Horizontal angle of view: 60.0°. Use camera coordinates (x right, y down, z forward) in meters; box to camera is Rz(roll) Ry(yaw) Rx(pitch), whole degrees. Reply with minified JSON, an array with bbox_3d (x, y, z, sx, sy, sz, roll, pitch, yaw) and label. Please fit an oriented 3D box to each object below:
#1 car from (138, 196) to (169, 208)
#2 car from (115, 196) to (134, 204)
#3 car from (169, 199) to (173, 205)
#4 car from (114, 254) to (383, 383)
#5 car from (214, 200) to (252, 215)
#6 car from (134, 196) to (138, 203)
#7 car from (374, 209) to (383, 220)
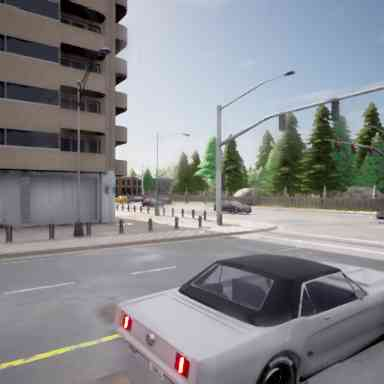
[{"bbox_3d":[-5.761,1.573,48.997,1.812,1.442,4.674,0,0,-36],"label":"car"},{"bbox_3d":[-14.271,1.524,67.129,1.882,1.535,5.008,0,0,-36],"label":"car"},{"bbox_3d":[-5.626,1.593,61.120,2.033,1.411,5.357,0,0,-36],"label":"car"},{"bbox_3d":[1.445,1.600,4.808,4.718,1.301,1.895,0,0,-35],"label":"car"},{"bbox_3d":[4.235,1.574,35.072,1.812,1.442,4.674,0,0,-36],"label":"car"},{"bbox_3d":[-11.655,1.571,69.477,1.812,1.442,4.674,0,0,-36],"label":"car"},{"bbox_3d":[15.722,1.569,23.062,5.357,1.411,2.033,0,0,27],"label":"car"}]
